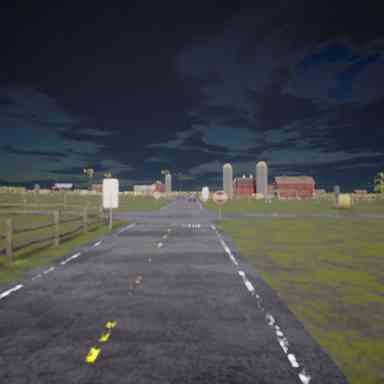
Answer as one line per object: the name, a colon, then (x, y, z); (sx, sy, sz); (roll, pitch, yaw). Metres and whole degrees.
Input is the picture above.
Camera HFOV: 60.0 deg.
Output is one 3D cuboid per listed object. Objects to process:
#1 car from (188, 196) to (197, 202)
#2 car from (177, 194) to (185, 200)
car: (0.024, 1.619, 79.695); (1.812, 1.442, 4.674); (0, 0, 0)
car: (-2.727, 1.223, 84.735); (1.837, 1.490, 4.892); (0, 0, 0)
